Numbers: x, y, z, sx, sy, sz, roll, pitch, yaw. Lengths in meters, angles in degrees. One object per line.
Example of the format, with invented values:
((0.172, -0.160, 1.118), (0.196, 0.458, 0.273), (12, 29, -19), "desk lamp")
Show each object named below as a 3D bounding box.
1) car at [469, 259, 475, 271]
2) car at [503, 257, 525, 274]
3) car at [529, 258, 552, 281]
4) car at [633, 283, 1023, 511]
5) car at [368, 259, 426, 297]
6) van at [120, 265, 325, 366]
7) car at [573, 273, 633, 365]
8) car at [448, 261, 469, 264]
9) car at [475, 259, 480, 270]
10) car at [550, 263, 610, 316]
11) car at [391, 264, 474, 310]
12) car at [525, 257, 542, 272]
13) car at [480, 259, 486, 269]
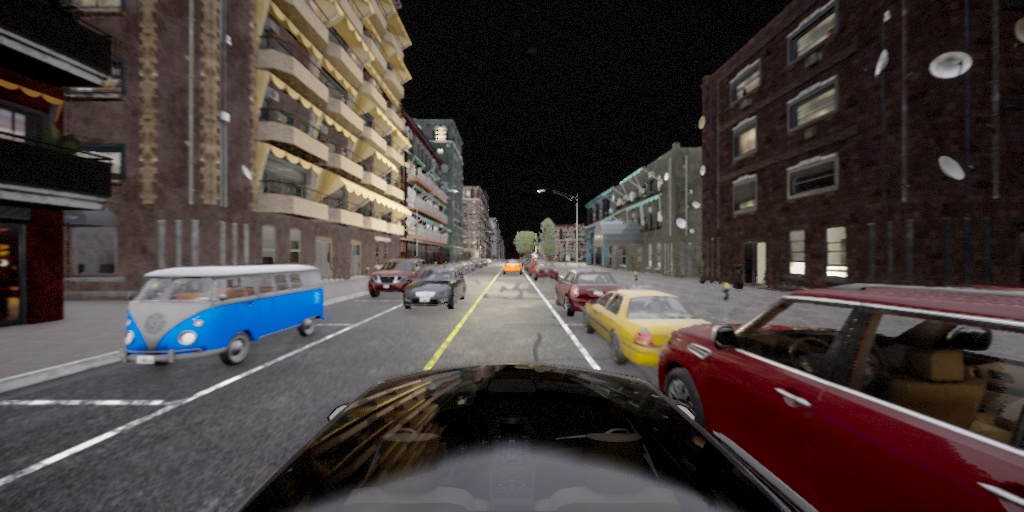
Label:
((-5.693, 1.293, 40.901), (2.007, 1.370, 4.403), (0, 0, 0), "car")
((0.095, 1.094, 40.252), (2.097, 1.767, 4.553), (0, 0, 1), "car")
((2.688, 1.182, 29.824), (1.967, 1.591, 4.097), (0, 0, 0), "car")
((2.691, 1.065, 2.127), (2.192, 1.841, 5.009), (0, 0, 0), "car")
((-5.692, 1.058, 18.744), (2.192, 1.841, 5.009), (0, 0, 0), "car")
((-5.691, 1.087, 7.666), (1.690, 1.789, 3.998), (0, 0, 0), "van")
((2.690, 1.272, 7.836), (1.751, 1.417, 4.829), (0, 0, 0), "car")
((-5.693, 1.307, 35.364), (1.948, 1.339, 4.313), (0, 0, 0), "car")
((-5.694, 1.296, 46.440), (2.007, 1.370, 4.403), (0, 0, 0), "car")
((2.690, 1.185, 13.206), (1.967, 1.591, 4.097), (0, 0, 0), "car")
((-3.002, 1.241, 14.779), (2.128, 1.511, 4.902), (0, 0, 0), "car")
((2.688, 1.056, 35.364), (2.192, 1.841, 5.009), (0, 0, 0), "car")
((-5.695, 1.197, 57.517), (1.967, 1.591, 4.097), (0, 0, 0), "car")
